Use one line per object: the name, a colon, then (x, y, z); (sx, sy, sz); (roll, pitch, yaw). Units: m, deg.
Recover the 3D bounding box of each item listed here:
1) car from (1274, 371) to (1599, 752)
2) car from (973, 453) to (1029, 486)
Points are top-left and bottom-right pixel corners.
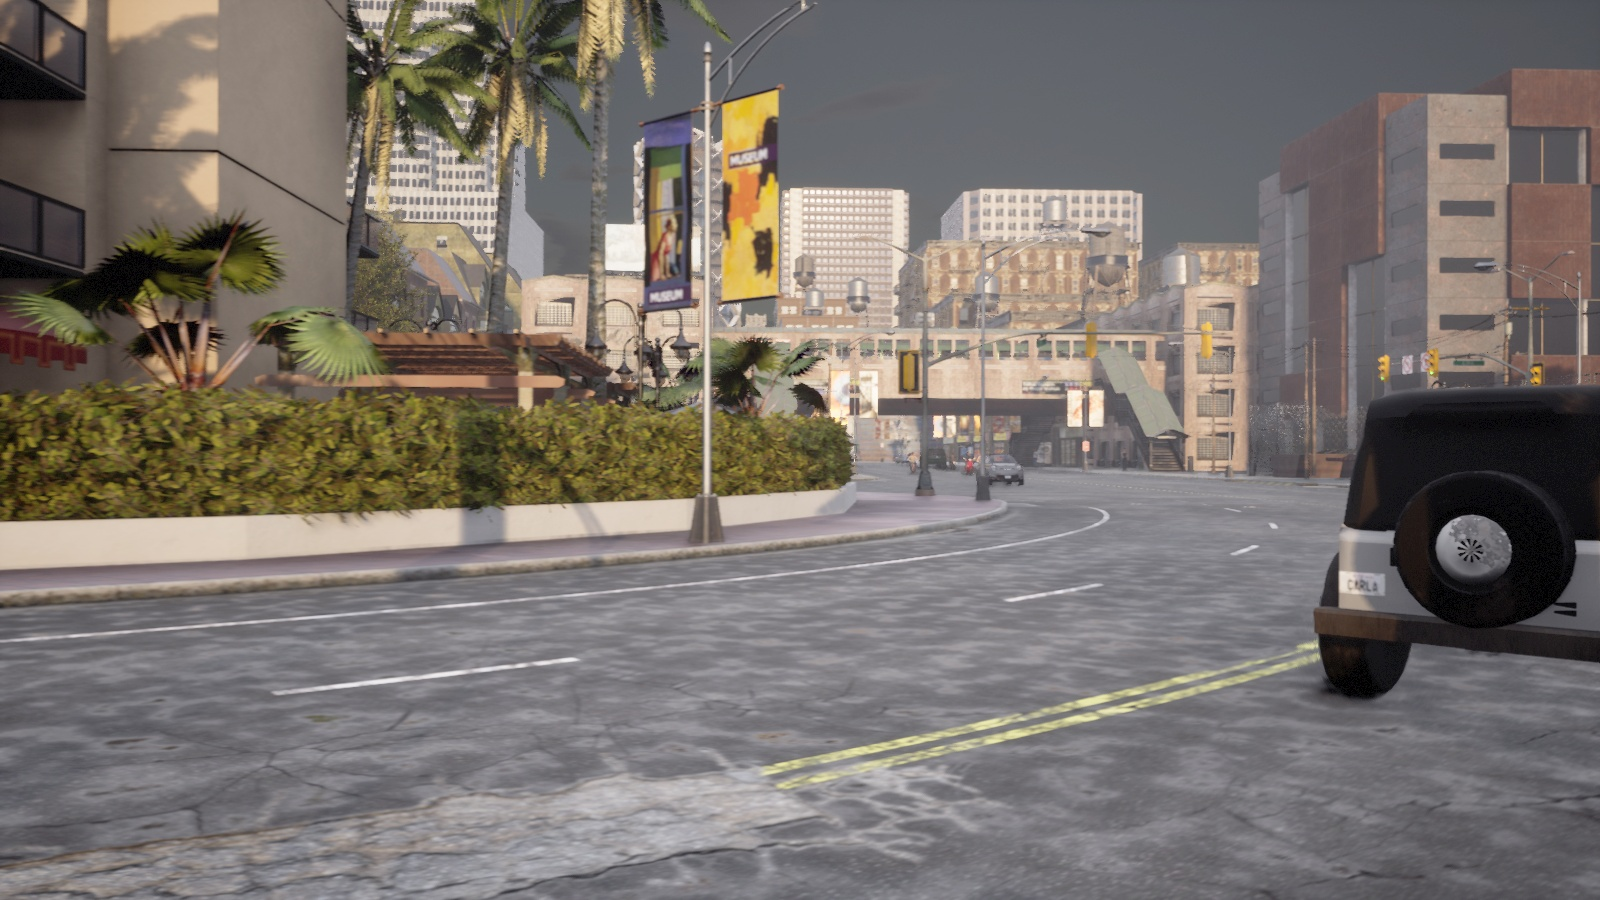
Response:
car: (4.822, 0.551, 8.046); (3.866, 1.878, 1.905); (0, 0, -45)
car: (9.276, 0.890, 58.196); (1.845, 1.501, 3.633); (0, 0, -2)
